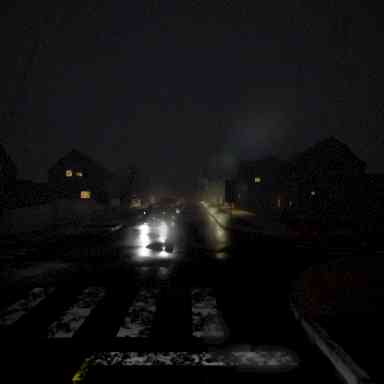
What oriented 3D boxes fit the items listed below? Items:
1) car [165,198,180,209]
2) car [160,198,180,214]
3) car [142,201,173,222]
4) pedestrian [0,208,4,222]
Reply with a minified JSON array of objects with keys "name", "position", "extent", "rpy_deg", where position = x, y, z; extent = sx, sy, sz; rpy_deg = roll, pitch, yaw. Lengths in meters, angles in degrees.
[{"name":"car","position":[-2.801,1.627,49.285],"extent":[1.882,1.535,5.008],"rpy_deg":[0,0,0]},{"name":"car","position":[-2.823,1.446,37.074],"extent":[2.097,1.767,4.553],"rpy_deg":[0,0,0]},{"name":"car","position":[-2.830,1.660,27.051],"extent":[1.895,1.301,4.718],"rpy_deg":[0,0,0]},{"name":"pedestrian","position":[-9.803,1.384,16.625],"extent":[0.375,1.860,0.375],"rpy_deg":[0,-3,-1]}]
